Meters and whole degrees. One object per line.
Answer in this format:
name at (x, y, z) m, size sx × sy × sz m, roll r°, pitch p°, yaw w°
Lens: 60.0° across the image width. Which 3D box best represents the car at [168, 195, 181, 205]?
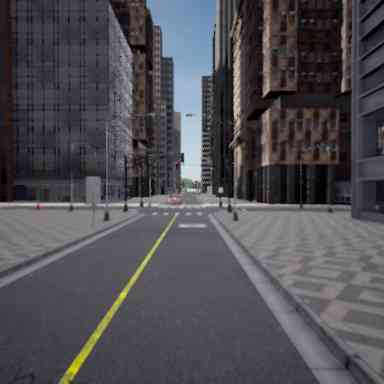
car at (-2.987, 1.277, 57.331) m, size 2.097 × 1.767 × 4.553 m, roll 0°, pitch 0°, yaw 0°
